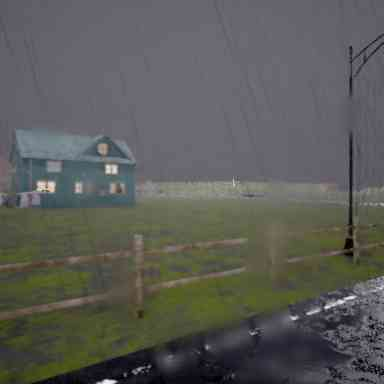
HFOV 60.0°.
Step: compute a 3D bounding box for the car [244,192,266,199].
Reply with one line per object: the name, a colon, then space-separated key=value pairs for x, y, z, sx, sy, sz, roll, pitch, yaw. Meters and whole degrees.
car: x=12.857 y=0.738 z=67.938 sx=1.895 sy=1.301 sz=4.718 roll=0 pitch=1 yaw=-35
